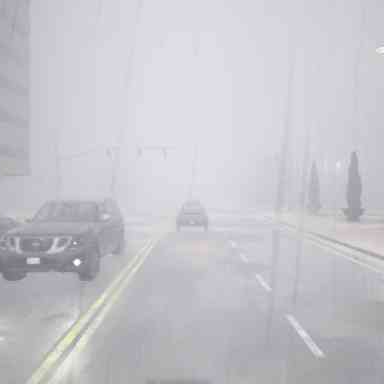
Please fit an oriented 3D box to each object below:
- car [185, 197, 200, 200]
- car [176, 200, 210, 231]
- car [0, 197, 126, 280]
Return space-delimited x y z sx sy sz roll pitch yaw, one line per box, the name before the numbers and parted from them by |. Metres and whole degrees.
car | 0.071 1.367 44.041 1.882 1.535 5.008 0 0 0
car | 0.043 1.442 19.954 2.128 1.511 4.902 0 0 1
car | -3.527 1.199 10.202 2.150 2.045 5.566 0 0 0
